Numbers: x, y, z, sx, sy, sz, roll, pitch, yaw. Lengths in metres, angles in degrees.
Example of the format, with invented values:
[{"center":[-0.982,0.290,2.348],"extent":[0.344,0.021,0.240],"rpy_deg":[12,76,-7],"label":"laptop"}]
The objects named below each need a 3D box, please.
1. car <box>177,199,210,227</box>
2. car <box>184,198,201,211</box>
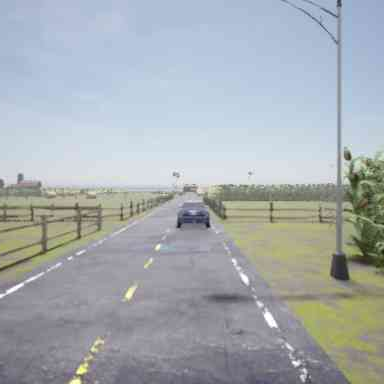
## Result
[{"center":[0.099,1.349,22.814],"extent":[2.097,1.767,4.553],"rpy_deg":[0,0,0],"label":"car"},{"center":[0.097,1.531,41.918],"extent":[2.033,1.411,5.357],"rpy_deg":[0,0,0],"label":"car"}]
